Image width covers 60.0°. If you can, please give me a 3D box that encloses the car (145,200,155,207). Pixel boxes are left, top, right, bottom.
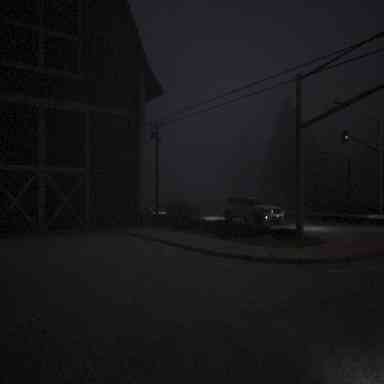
[{"bbox_3d":[-6.361,1.778,42.546,1.837,1.490,4.892,0,0,-34],"label":"car"}]

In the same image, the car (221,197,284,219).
[{"bbox_3d":[4.665,1.394,26.457,2.150,2.045,5.566,0,0,-34],"label":"car"}]

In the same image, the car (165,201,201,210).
[{"bbox_3d":[-0.974,1.701,34.684,1.882,1.535,5.008,0,0,-35],"label":"car"}]

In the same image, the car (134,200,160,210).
[{"bbox_3d":[-6.790,1.913,49.519,1.895,1.301,4.718,0,0,-34],"label":"car"}]
